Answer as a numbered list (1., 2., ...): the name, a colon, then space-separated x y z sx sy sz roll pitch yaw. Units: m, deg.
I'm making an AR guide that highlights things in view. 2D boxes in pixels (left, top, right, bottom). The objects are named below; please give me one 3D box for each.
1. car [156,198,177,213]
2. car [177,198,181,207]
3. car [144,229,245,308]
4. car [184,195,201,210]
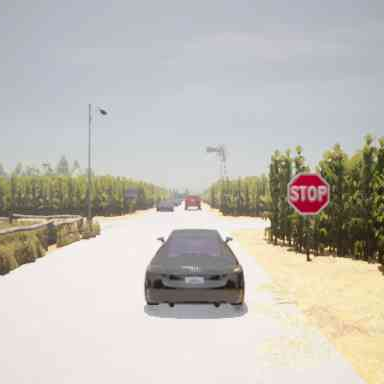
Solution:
1. car: -3.178 1.721 39.956 1.994 1.385 4.181 0 0 0
2. car: -3.164 1.706 54.082 1.837 1.490 4.892 0 0 0
3. car: 0.068 1.563 8.019 1.994 1.385 4.181 0 0 1
4. car: 0.118 1.376 47.057 2.150 2.045 5.566 0 0 0
